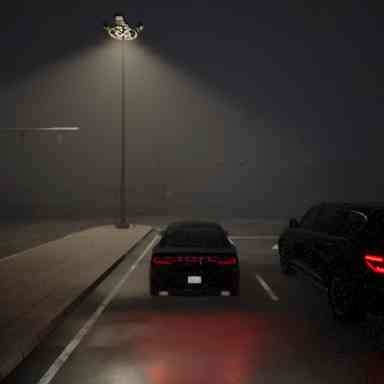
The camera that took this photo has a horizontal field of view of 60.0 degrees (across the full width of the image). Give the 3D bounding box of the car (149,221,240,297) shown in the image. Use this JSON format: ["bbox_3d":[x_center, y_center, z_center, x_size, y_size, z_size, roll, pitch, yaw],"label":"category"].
[{"bbox_3d":[0.063,1.475,8.634,1.882,1.535,5.008,0,0,0],"label":"car"}]

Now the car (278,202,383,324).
[{"bbox_3d":[3.566,1.219,7.287,2.150,2.045,5.566,0,0,0],"label":"car"}]
